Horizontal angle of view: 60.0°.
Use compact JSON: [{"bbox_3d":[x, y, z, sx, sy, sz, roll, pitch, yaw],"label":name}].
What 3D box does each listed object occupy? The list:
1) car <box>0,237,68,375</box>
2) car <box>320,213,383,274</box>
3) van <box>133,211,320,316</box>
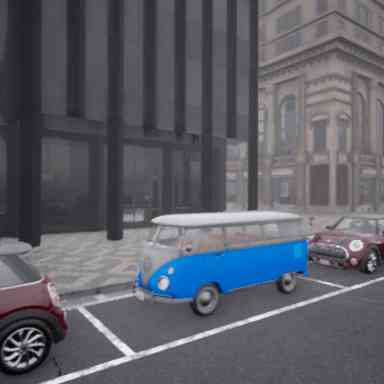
[{"bbox_3d":[-3.778,1.441,3.949,4.097,1.590,1.967,0,0,-36],"label":"car"},{"bbox_3d":[5.342,1.434,10.457,4.097,1.590,1.967,0,0,-36],"label":"car"},{"bbox_3d":[0.782,1.338,7.202,3.998,1.788,1.690,0,0,-36],"label":"van"}]
